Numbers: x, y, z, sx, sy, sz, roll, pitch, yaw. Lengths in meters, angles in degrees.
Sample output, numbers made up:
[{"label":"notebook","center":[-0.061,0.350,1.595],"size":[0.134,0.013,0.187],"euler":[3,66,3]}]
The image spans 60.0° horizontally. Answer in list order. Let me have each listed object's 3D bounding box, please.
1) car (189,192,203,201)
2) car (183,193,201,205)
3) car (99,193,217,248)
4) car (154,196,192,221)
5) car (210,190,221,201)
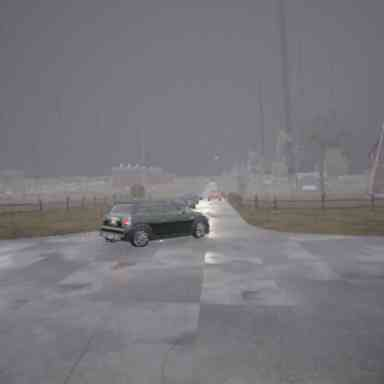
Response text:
[{"label":"car","center":[0.719,0.743,53.060],"size":[1.994,1.385,4.181],"euler":[0,1,4]},{"label":"car","center":[0.046,0.831,43.104],"size":[2.033,1.411,5.357],"euler":[0,1,4]},{"label":"car","center":[-1.372,1.088,13.672],"size":[4.553,1.767,2.097],"euler":[-1,1,-44]},{"label":"car","center":[-1.208,1.101,24.027],"size":[2.033,1.411,5.357],"euler":[0,1,5]},{"label":"car","center":[3.684,0.518,54.129],"size":[2.097,1.767,4.553],"euler":[0,1,4]}]
